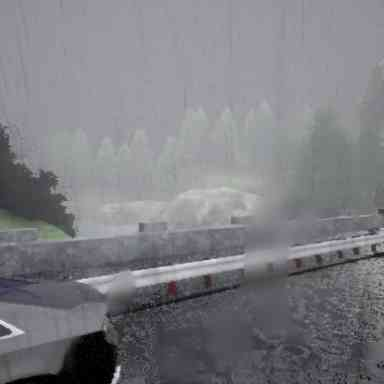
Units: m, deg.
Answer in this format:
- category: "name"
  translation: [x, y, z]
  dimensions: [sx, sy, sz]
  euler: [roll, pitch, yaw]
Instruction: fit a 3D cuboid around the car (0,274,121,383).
- category: "car"
  translation: [-2.992, 1.491, 2.468]
  dimensions: [4.902, 1.511, 2.128]
  euler: [0, 0, -35]
